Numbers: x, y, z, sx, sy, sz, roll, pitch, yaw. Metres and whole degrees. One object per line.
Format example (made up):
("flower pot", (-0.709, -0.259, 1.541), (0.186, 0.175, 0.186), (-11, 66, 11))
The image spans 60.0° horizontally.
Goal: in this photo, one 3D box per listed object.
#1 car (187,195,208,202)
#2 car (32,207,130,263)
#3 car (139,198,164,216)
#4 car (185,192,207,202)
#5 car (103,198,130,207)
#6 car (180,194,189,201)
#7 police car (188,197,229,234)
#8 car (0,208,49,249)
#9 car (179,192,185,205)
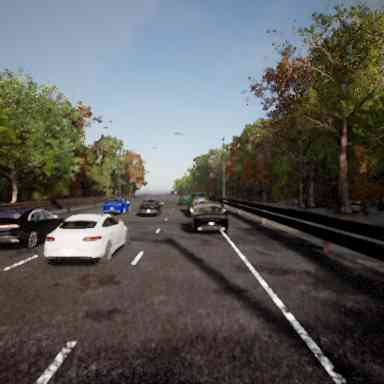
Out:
("car", (0.754, 1.317, 28.987), (1.801, 1.575, 5.366), (0, 0, -1))
("car", (-3.462, 1.463, 11.520), (1.812, 1.442, 4.674), (0, 0, 0))
("car", (-3.745, 1.360, 30.791), (1.837, 1.490, 4.892), (0, 0, -1))
("car", (0.626, 1.067, 34.864), (2.150, 2.045, 5.566), (0, 0, -1))
("car", (-7.281, 1.328, 32.491), (1.882, 1.535, 5.008), (0, 0, -1))
("car", (-1.714, 1.091, 71.863), (1.812, 1.442, 4.674), (0, 0, -3))
("police car", (0.920, 1.327, 18.843), (1.930, 1.638, 5.238), (0, 0, -1))
("car", (-6.988, 1.416, 14.104), (2.128, 1.511, 4.902), (0, 0, -1))
("car", (-0.954, 1.014, 53.564), (2.150, 2.045, 5.566), (0, 0, -2))
